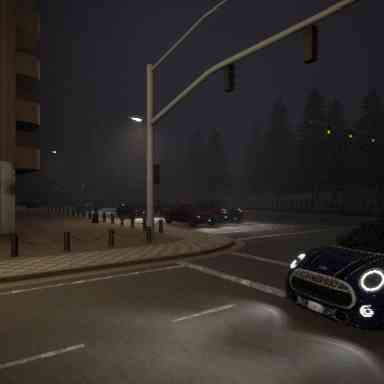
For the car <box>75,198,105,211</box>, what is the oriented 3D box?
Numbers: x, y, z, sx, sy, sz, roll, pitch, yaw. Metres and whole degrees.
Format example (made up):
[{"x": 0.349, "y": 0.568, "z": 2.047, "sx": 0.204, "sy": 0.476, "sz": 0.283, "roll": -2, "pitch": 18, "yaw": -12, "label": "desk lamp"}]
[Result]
[{"x": -12.872, "y": 1.656, "z": 41.042, "sx": 1.895, "sy": 1.301, "sz": 4.718, "roll": 0, "pitch": 0, "yaw": -36, "label": "car"}]

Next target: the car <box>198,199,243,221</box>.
[{"x": 1.919, "y": 1.407, "z": 26.478, "sx": 2.097, "sy": 1.767, "sz": 4.553, "roll": 0, "pitch": 0, "yaw": -36, "label": "car"}]

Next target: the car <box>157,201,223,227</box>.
[{"x": -0.262, "y": 1.581, "z": 23.547, "sx": 1.812, "sy": 1.442, "sz": 4.674, "roll": 0, "pitch": 0, "yaw": -37, "label": "car"}]

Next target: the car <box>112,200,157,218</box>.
[{"x": -5.378, "y": 1.619, "z": 30.616, "sx": 1.994, "sy": 1.385, "sz": 4.181, "roll": 0, "pitch": 0, "yaw": -36, "label": "car"}]

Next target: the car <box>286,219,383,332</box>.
[{"x": 4.099, "y": 1.351, "z": 6.639, "sx": 4.553, "sy": 1.767, "sz": 2.097, "roll": 0, "pitch": 0, "yaw": -26, "label": "car"}]

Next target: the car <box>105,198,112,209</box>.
[{"x": -12.546, "y": 1.603, "z": 46.603, "sx": 2.033, "sy": 1.411, "sz": 5.357, "roll": 0, "pitch": 0, "yaw": -35, "label": "car"}]

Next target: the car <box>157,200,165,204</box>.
[{"x": -3.316, "y": 1.547, "z": 33.749, "sx": 2.128, "sy": 1.511, "sz": 4.902, "roll": 0, "pitch": 0, "yaw": -36, "label": "car"}]
